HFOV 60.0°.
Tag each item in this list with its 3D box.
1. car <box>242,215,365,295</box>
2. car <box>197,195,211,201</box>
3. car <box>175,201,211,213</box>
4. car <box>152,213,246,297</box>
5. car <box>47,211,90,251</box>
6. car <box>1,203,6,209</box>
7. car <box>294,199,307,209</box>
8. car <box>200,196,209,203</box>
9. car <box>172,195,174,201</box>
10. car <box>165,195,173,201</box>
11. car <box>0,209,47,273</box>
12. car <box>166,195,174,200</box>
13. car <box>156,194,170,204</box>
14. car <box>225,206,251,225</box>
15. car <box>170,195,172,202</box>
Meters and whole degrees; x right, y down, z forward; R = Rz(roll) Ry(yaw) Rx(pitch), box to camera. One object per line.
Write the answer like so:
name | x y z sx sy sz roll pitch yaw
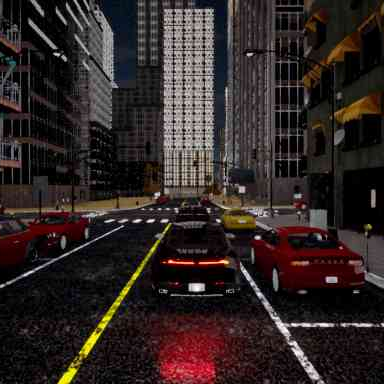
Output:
car | 2.666 1.543 8.589 1.887 1.381 4.507 -1 0 0
car | 2.561 1.435 63.161 1.967 1.590 4.097 -1 0 0
car | 0.061 1.475 18.791 1.882 1.535 5.008 0 0 0
car | 0.082 1.503 8.518 1.837 1.490 4.892 0 0 0
car | -5.725 1.542 14.110 1.887 1.381 4.507 -1 0 0
car | -23.921 1.744 38.386 4.097 1.590 1.967 -1 1 -1
car | 14.178 1.254 38.782 4.507 1.381 1.887 -1 1 -1
car | 2.551 1.520 68.891 1.752 1.417 4.829 -1 0 0
car | -5.842 1.311 74.266 2.192 1.841 5.009 -1 0 0
car | -5.861 1.521 85.215 1.752 1.417 4.829 -1 0 0
car | -5.716 1.439 8.586 1.967 1.590 4.097 -1 0 0
car | -5.871 1.541 90.944 1.887 1.381 4.507 -1 0 0
car | -5.818 1.540 63.147 1.887 1.381 4.507 -1 0 0
car | 2.644 1.522 19.805 1.752 1.417 4.829 -1 0 0
car | -5.831 1.310 68.707 2.192 1.841 5.009 -1 0 0
